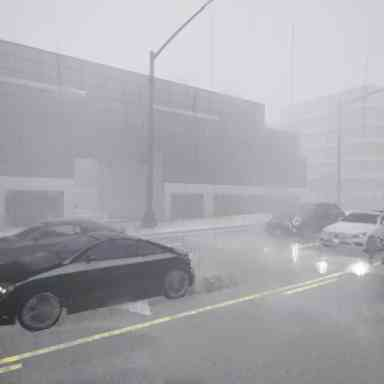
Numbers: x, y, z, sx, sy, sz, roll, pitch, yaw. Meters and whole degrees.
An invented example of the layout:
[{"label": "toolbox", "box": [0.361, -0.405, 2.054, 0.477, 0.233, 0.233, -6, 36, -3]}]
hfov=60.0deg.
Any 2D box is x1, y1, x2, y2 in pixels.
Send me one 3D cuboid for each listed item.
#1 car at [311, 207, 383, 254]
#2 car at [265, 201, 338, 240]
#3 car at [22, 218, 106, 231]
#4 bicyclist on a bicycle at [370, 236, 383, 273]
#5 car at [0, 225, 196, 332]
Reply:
[{"label": "car", "box": [7.101, 1.472, 13.359, 4.674, 1.442, 1.812, -1, 0, -35]}, {"label": "car", "box": [5.798, 1.291, 16.729, 4.553, 1.767, 2.097, 0, 0, -36]}, {"label": "car", "box": [-4.072, 1.527, 9.686, 4.674, 1.442, 1.812, 0, 0, -36]}, {"label": "bicyclist on a bicycle", "box": [5.538, 1.437, 8.807, 0.582, 1.620, 1.656, 0, -2, -36]}, {"label": "car", "box": [-1.979, 1.565, 6.880, 4.181, 1.385, 1.994, 0, 0, -36]}]
